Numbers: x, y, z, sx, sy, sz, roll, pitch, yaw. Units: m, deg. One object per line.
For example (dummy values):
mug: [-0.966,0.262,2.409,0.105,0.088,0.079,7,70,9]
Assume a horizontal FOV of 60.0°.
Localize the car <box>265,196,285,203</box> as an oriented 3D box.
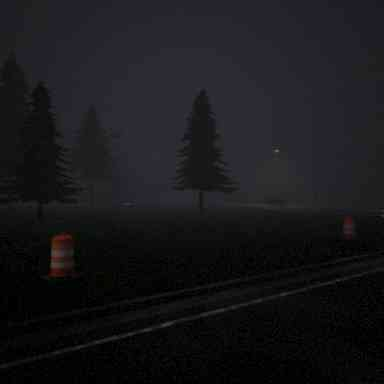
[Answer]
car: [15.669,1.614,61.914,1.837,1.490,4.892,1,0,-35]
